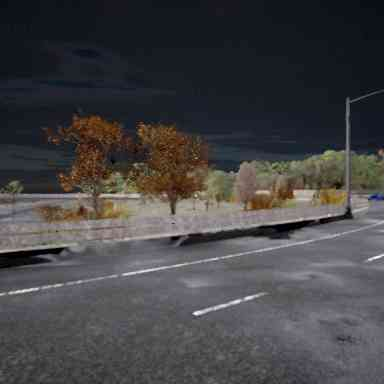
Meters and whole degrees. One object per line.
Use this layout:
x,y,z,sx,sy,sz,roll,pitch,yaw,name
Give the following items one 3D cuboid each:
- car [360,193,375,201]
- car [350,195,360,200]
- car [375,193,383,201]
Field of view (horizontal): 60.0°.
43.206,1.557,84.103,2.033,1.411,5.357,0,0,2,car
39.713,1.542,84.334,2.128,1.511,4.902,0,0,2,car
46.722,1.257,83.377,2.150,2.045,5.566,0,0,2,car
